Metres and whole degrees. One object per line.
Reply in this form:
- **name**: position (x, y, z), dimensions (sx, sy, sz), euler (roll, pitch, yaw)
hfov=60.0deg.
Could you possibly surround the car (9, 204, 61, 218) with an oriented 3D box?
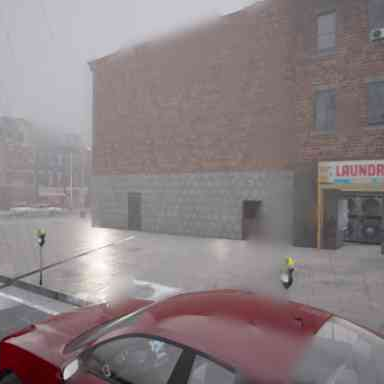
- **car**: position (-16.266, 1.901, 34.522), dimensions (1.895, 1.301, 4.718), euler (1, 0, 36)

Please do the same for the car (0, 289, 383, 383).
- **car**: position (0.102, 1.544, 2.727), dimensions (4.507, 1.381, 1.887), euler (0, 1, 36)
